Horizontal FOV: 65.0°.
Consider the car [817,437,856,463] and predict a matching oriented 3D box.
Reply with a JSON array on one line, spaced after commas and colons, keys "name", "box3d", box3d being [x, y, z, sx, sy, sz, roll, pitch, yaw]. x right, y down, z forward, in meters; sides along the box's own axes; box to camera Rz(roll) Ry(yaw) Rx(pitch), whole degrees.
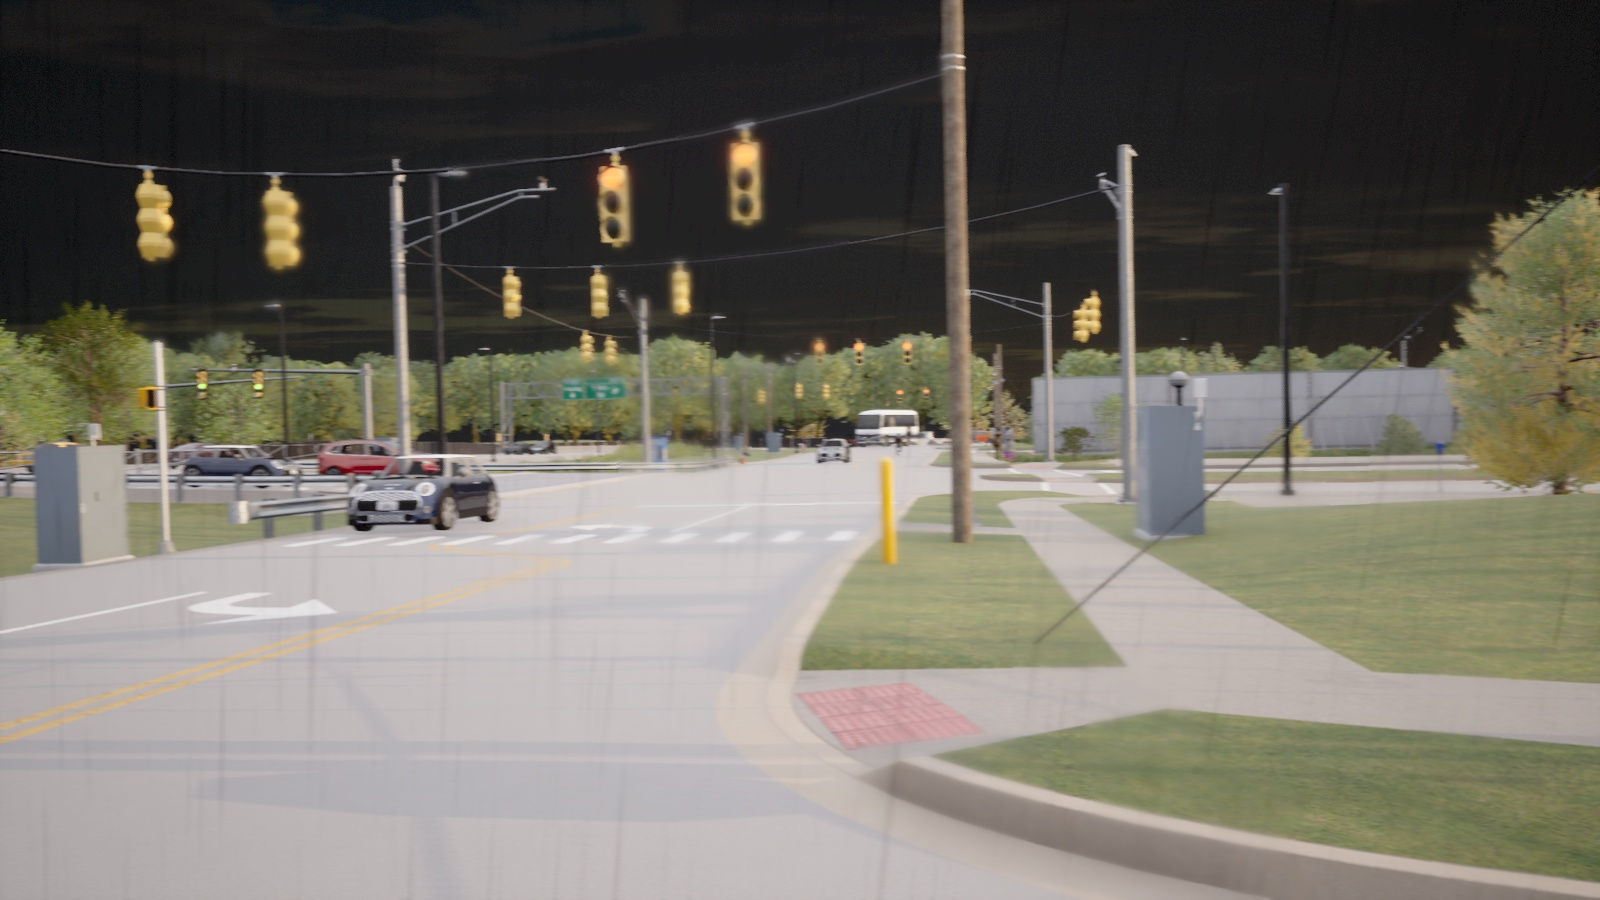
[{"name": "car", "box3d": [2.245, -0.025, 77.096, 1.970, 1.475, 3.806, -2, 1, 7]}]

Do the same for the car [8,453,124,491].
[{"name": "car", "box3d": [-34.762, 1.023, 59.706, 1.801, 1.575, 5.366, -3, 0, 7]}]

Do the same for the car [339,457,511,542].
[{"name": "car", "box3d": [-7.515, 0.954, 25.588, 1.970, 1.475, 3.806, -2, 0, 7]}]

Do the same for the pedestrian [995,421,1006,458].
[{"name": "pedestrian", "box3d": [10.581, -0.575, 66.253, 0.396, 1.930, 0.692, -3, 2, 2]}]

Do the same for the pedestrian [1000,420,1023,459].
[{"name": "pedestrian", "box3d": [10.761, -0.533, 63.866, 0.873, 1.952, 0.659, -1, 2, 39]}]

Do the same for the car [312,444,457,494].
[{"name": "car", "box3d": [-15.681, 0.700, 47.542, 4.611, 1.667, 2.242, -2, 1, 5]}]

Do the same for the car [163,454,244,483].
[{"name": "car", "box3d": [-33.419, 1.034, 70.527, 1.812, 1.442, 4.674, -2, 0, 7]}]

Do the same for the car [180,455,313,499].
[{"name": "car", "box3d": [-19.547, 0.951, 44.408, 3.806, 1.475, 1.970, -1, 1, 7]}]
